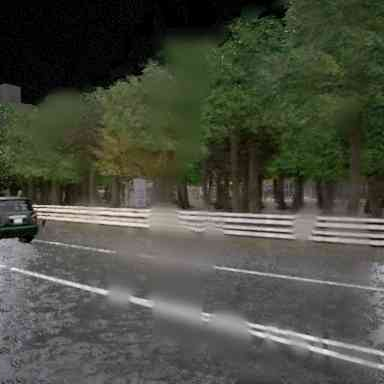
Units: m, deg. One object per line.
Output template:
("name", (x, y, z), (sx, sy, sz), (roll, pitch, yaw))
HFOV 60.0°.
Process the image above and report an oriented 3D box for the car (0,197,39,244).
("car", (-8.980, 1.228, 14.577), (5.566, 2.045, 2.150), (0, 0, 35))
